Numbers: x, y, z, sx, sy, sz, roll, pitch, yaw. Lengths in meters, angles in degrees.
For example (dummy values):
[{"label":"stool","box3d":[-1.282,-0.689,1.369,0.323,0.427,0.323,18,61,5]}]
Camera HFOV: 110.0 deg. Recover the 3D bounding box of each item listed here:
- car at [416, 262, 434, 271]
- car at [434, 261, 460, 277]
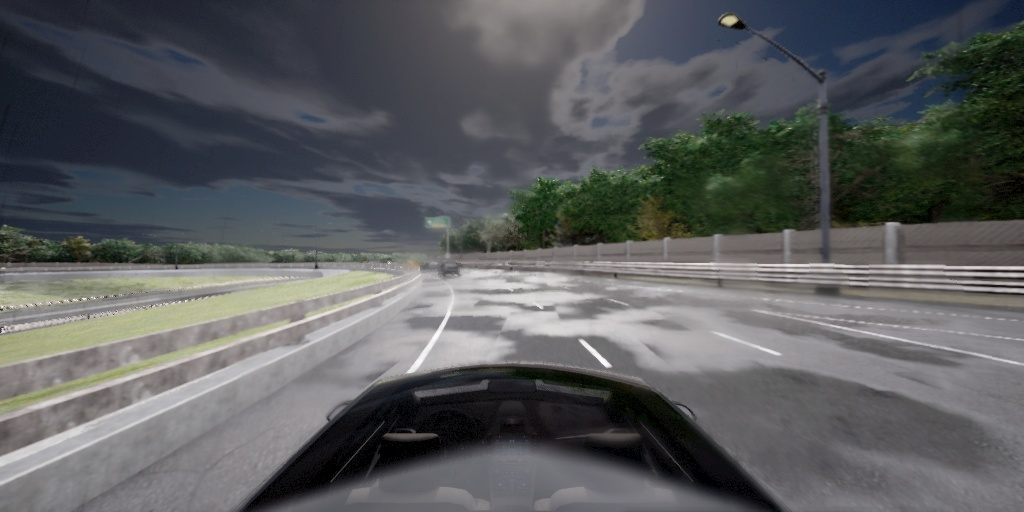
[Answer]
[{"label":"car","box3d":[-13.732,1.690,60.393,2.033,1.411,5.357,-1,0,-34]},{"label":"car","box3d":[-6.940,1.476,39.142,1.837,1.490,4.892,-1,0,-21]}]
